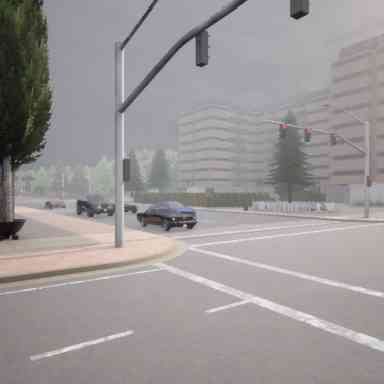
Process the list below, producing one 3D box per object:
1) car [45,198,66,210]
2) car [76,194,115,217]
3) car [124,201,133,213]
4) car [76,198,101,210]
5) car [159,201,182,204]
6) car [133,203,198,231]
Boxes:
[{"bbox_3d":[-17.858,1.526,43.364,1.812,1.442,4.674,0,0,-36],"label":"car"},{"bbox_3d":[-9.200,1.219,31.318,2.150,2.045,5.566,0,0,-36],"label":"car"},{"bbox_3d":[-7.458,1.601,34.888,1.895,1.301,4.718,0,0,-36],"label":"car"},{"bbox_3d":[-13.586,1.526,43.412,1.812,1.442,4.674,0,0,-36],"label":"car"},{"bbox_3d":[-1.630,1.478,26.809,1.882,1.535,5.008,0,0,-36],"label":"car"},{"bbox_3d":[-1.658,1.601,20.816,1.895,1.301,4.718,0,0,-35],"label":"car"}]
